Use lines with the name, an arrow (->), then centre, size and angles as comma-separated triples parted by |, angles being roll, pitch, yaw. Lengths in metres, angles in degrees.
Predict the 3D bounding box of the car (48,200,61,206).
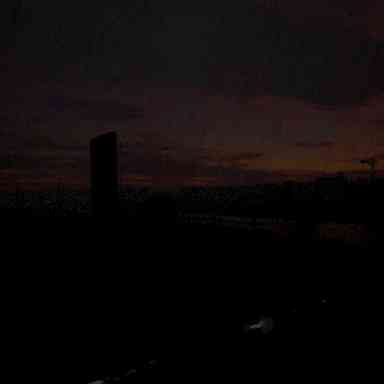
car -> -33.758, 2.823, 82.863 | 2.033, 1.411, 5.357 | -1, 0, -34

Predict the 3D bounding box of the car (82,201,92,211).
car -> -16.017, 2.140, 52.095 | 2.128, 1.511, 4.902 | -1, 0, -34
